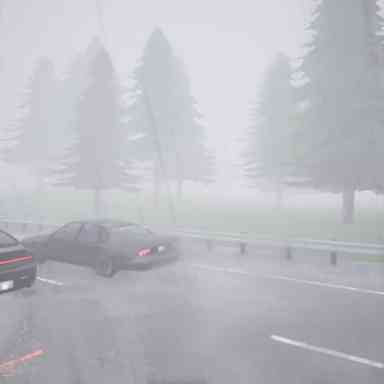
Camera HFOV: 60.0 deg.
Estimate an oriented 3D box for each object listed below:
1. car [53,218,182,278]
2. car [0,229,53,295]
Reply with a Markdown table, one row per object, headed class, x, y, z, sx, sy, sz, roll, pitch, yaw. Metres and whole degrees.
| class | x | y | z | sx | sy | sz | roll | pitch | yaw |
| --- | --- | --- | --- | --- | --- | --- | --- | --- | --- |
| car | -2.903 | 1.519 | 10.008 | 5.357 | 1.411 | 2.033 | 0 | 0 | 33 |
| car | -5.496 | 1.481 | 7.471 | 4.892 | 1.490 | 1.837 | 0 | 0 | 33 |
